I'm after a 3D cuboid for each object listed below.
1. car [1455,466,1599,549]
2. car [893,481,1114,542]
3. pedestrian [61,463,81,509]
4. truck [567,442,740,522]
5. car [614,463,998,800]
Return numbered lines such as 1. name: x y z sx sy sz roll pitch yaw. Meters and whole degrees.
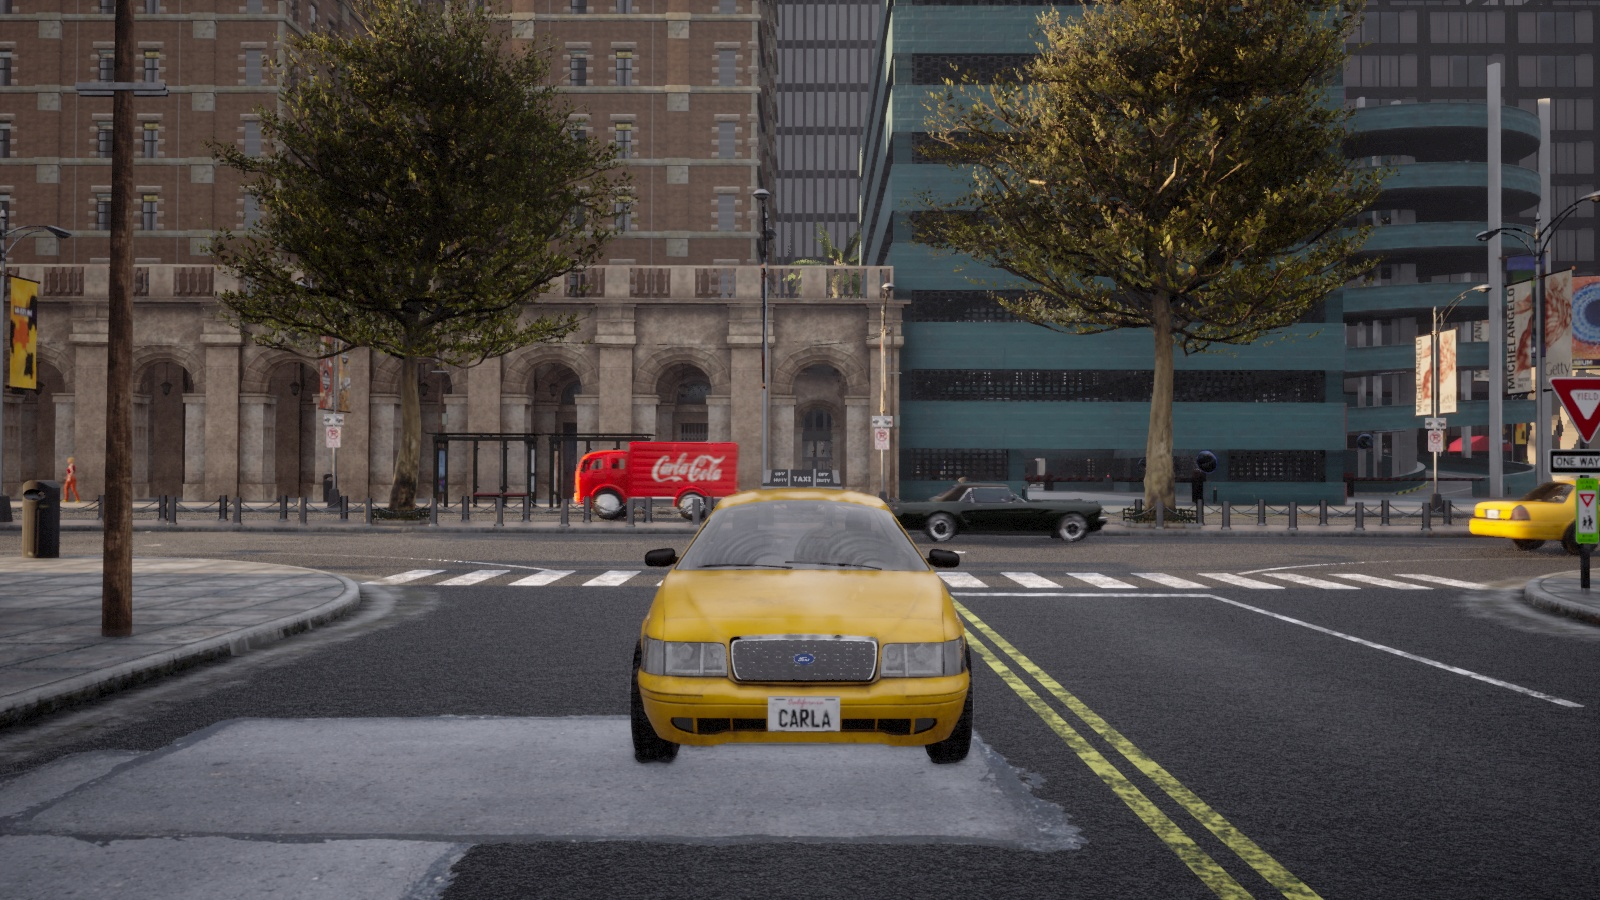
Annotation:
1. car: 16.109 1.105 24.850 5.366 1.575 1.801 0 -1 -2
2. car: 4.536 1.374 28.478 4.718 1.301 1.895 0 -1 1
3. pedestrian: -28.849 1.419 49.705 0.594 1.836 0.345 0 -1 1
4. truck: -4.599 1.018 40.113 5.204 2.467 2.627 0 -1 1
5. car: 0.017 0.898 8.599 1.801 1.575 5.366 0 -1 0
